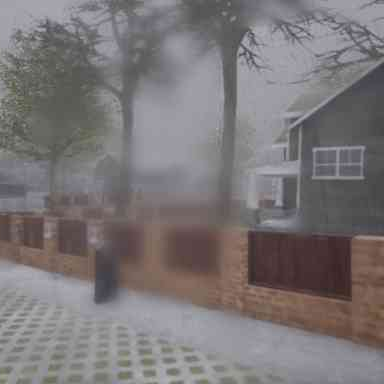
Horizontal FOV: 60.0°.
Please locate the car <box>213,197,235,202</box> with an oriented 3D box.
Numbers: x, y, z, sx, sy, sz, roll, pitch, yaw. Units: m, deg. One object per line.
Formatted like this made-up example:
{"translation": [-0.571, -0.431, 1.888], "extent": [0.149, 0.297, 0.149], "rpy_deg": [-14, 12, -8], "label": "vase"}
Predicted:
{"translation": [4.900, 1.378, 48.688], "extent": [1.895, 1.301, 4.718], "rpy_deg": [2, 2, 36], "label": "car"}
